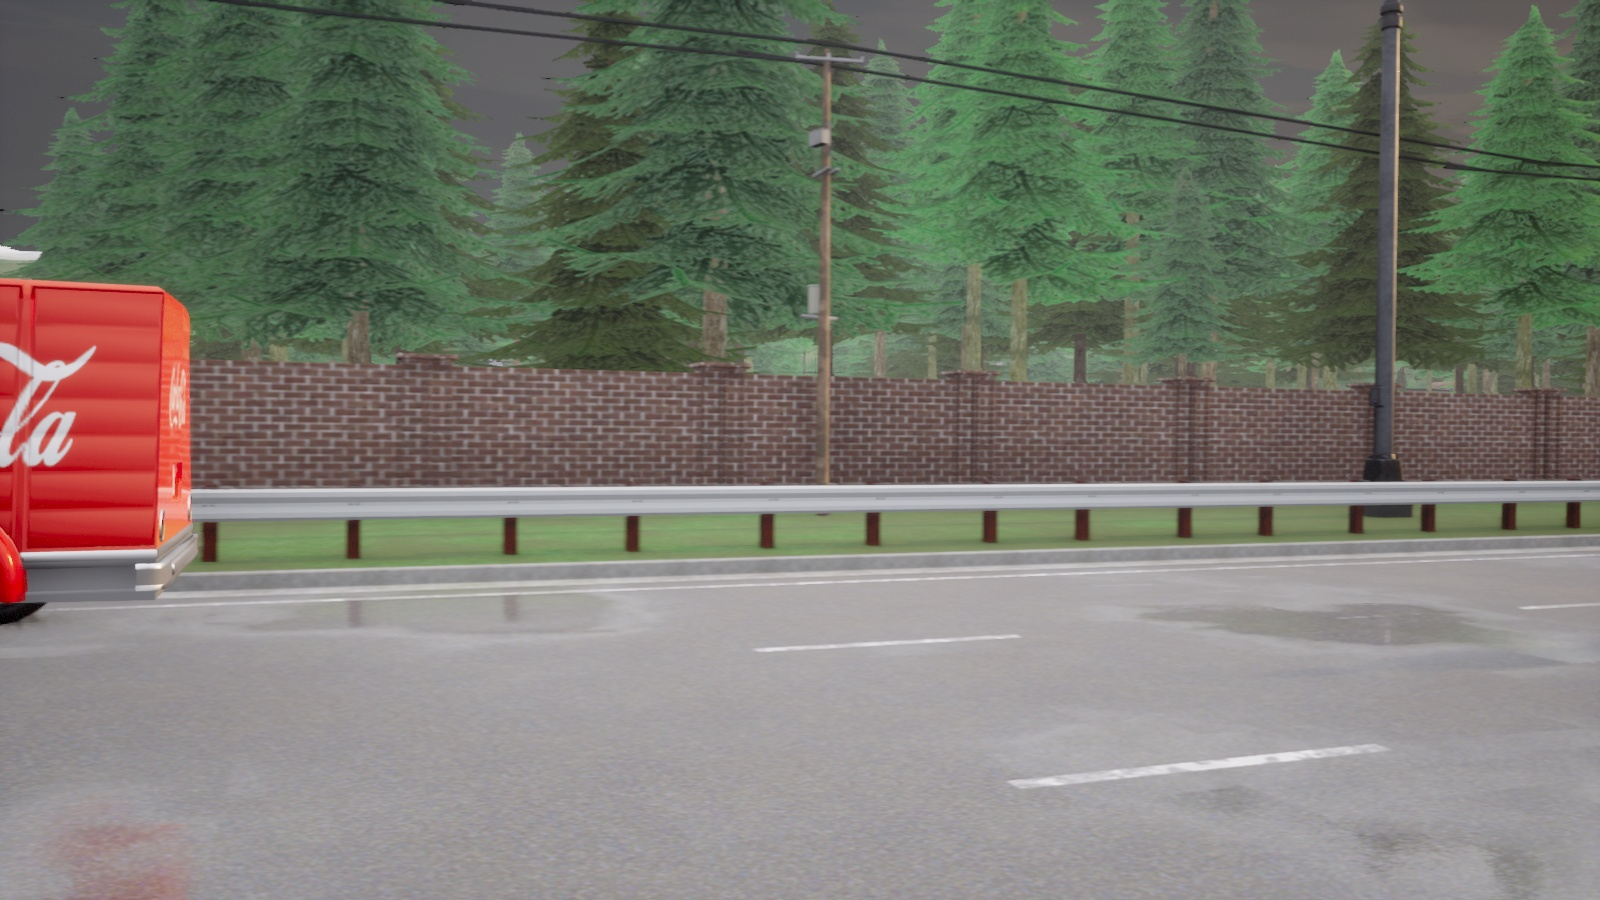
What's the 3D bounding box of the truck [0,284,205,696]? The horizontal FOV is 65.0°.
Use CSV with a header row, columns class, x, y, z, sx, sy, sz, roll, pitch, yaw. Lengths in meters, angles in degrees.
class,x,y,z,sx,sy,sz,roll,pitch,yaw
truck,-6.852,0.253,8.119,5.204,2.467,2.627,-1,1,-21
